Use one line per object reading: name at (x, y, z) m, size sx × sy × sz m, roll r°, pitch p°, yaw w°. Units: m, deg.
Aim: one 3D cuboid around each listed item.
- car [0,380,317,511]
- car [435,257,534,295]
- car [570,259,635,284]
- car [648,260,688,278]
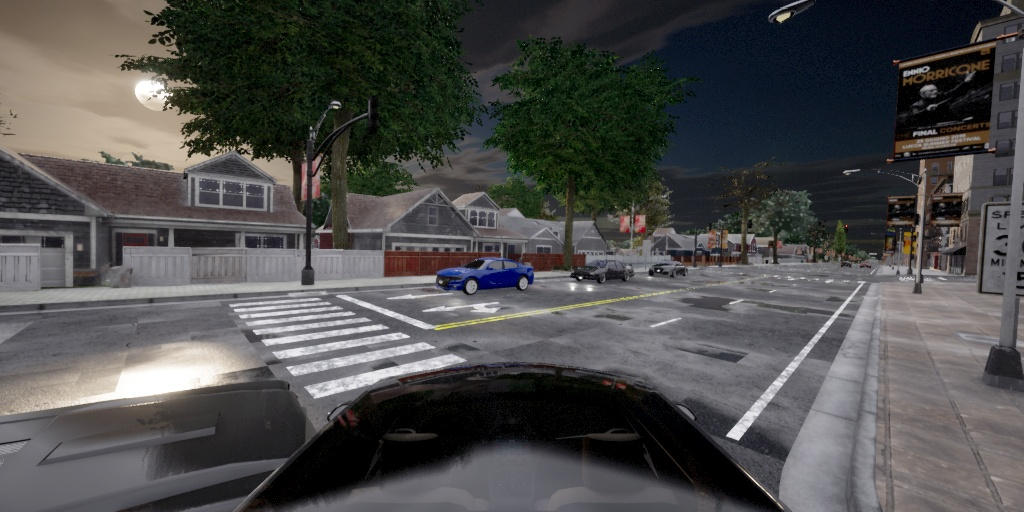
car at (-3.309, 1.290, 1.278) m, size 4.718 × 1.301 × 1.895 m, roll 1°, pitch 2°, yaw -34°
car at (-1.119, 0.816, 16.464) m, size 5.008 × 1.535 × 1.882 m, roll 0°, pitch 2°, yaw -44°
car at (6.046, 0.941, 23.386) m, size 5.357 × 1.411 × 2.033 m, roll 0°, pitch 2°, yaw -44°
car at (13.241, 1.017, 30.309) m, size 4.181 × 1.385 × 1.994 m, roll 0°, pitch 2°, yaw -44°
